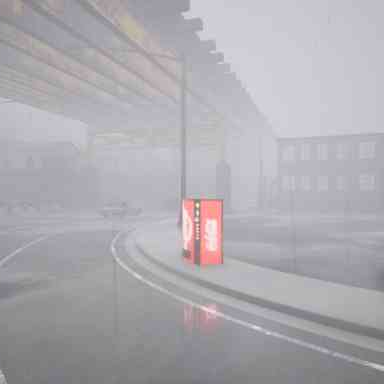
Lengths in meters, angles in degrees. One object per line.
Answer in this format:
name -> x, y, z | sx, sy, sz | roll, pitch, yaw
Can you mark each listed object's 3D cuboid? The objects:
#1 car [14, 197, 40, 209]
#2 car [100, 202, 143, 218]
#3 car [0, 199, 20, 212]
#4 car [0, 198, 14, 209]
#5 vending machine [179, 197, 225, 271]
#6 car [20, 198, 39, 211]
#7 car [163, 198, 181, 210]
car -> -19.909, 1.295, 40.057 | 1.853, 1.218, 4.536 | 0, 0, -39
car -> -6.366, 1.601, 30.650 | 1.895, 1.301, 4.718 | 0, 0, 19
car -> -22.940, 1.452, 37.888 | 4.974, 1.542, 2.038 | 0, 0, -9
car -> -22.991, 1.295, 37.879 | 4.536, 1.218, 1.853 | 0, 0, -9
vending machine -> 0.303, 1.195, 10.088 | 1.100, 2.100, 0.880 | 0, 0, -28
car -> -19.876, 1.452, 40.017 | 2.038, 1.542, 4.974 | 0, 0, -39
car -> -2.019, 1.478, 42.327 | 1.882, 1.535, 5.008 | 0, 0, 21
